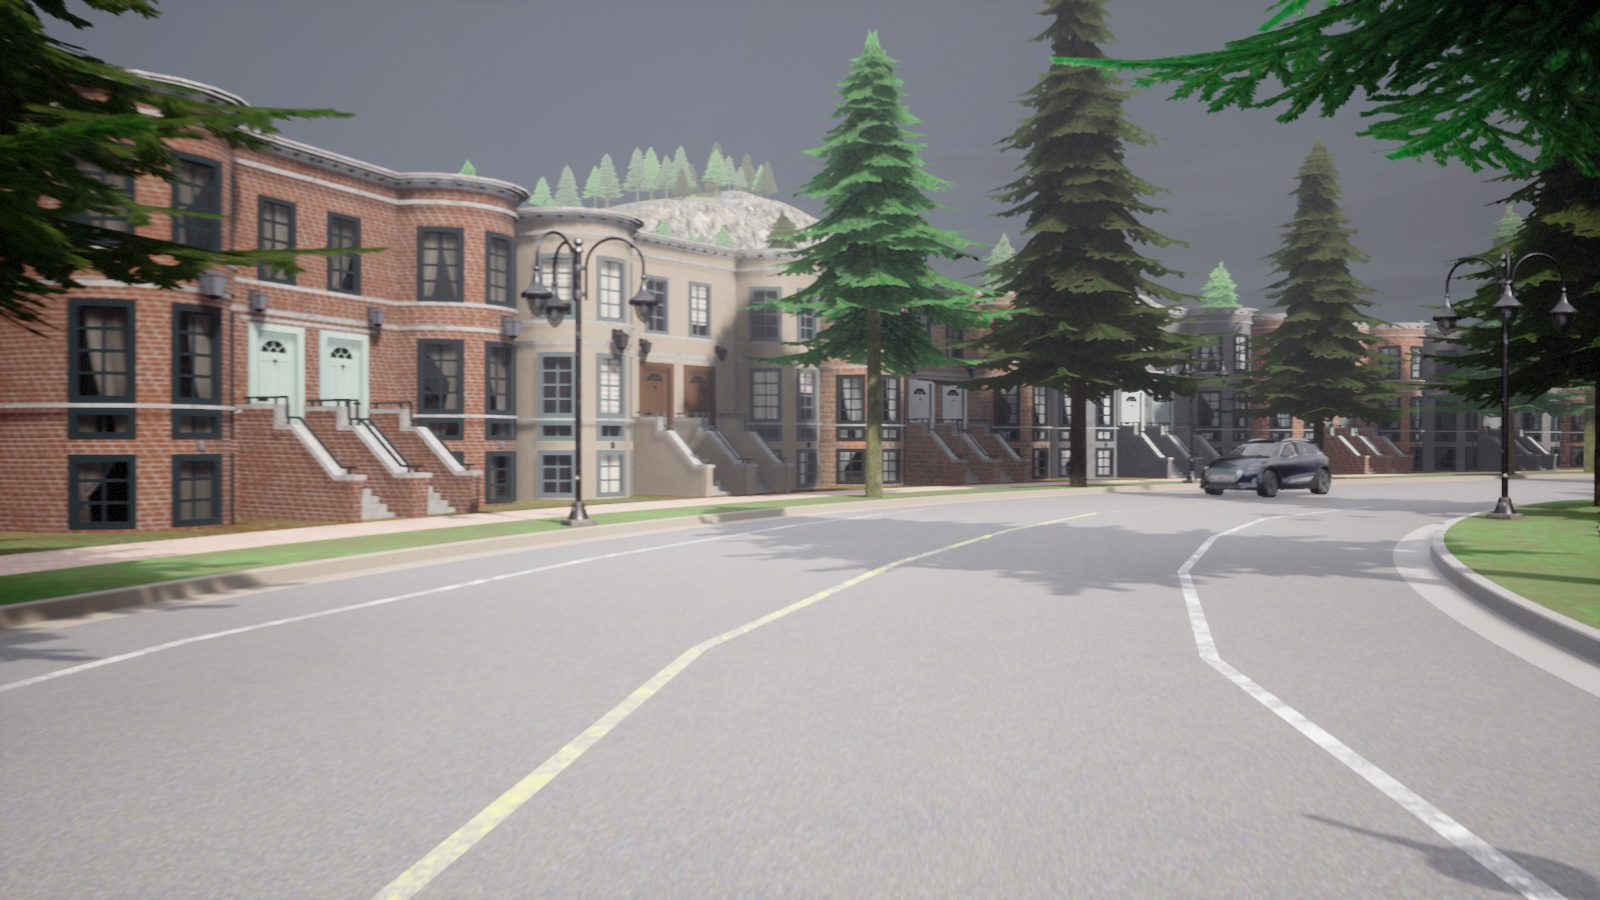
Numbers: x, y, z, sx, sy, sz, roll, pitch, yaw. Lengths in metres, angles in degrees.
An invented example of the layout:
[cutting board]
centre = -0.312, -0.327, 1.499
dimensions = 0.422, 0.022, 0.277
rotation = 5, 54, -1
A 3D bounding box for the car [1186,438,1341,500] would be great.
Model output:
[car]
centre = 13.218, 0.498, 35.685
dimensions = 4.856, 1.649, 2.033
rotation = 0, 0, -41
